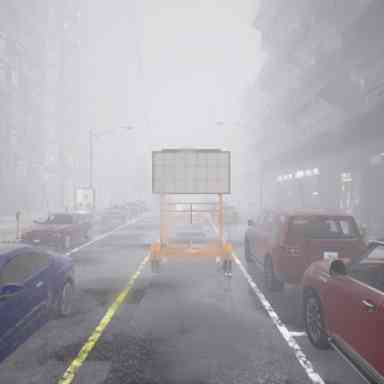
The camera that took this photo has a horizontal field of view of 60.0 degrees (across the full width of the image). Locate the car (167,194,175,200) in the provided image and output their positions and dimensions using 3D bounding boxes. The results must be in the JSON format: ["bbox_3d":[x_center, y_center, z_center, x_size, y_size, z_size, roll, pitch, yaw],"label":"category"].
[{"bbox_3d":[-5.865,1.387,93.707,1.967,1.590,4.097,1,0,0],"label":"car"}]

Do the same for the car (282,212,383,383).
[{"bbox_3d":[2.697,1.316,3.181,2.192,1.841,5.009,1,0,0],"label":"car"}]

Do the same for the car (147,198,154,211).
[{"bbox_3d":[-5.755,1.563,37.138,1.947,1.339,4.313,1,0,0],"label":"car"}]

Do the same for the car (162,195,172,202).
[{"bbox_3d":[-5.832,1.407,76.737,1.967,1.590,4.097,1,0,0],"label":"car"}]

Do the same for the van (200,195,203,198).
[{"bbox_3d":[2.595,1.328,54.092,1.690,1.788,3.998,1,0,0],"label":"van"}]

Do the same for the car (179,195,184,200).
[{"bbox_3d":[-3.177,1.554,88.523,1.895,1.301,4.718,0,0,0],"label":"car"}]

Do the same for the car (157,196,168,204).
[{"bbox_3d":[-5.811,1.560,65.424,1.802,1.307,4.206,1,0,0],"label":"car"}]

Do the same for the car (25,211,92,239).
[{"bbox_3d":[-5.709,1.547,14.511,1.887,1.381,4.507,1,0,0],"label":"car"}]

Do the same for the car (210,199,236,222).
[{"bbox_3d":[2.649,1.527,25.978,1.752,1.417,4.829,1,0,0],"label":"car"}]

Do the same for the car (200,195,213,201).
[{"bbox_3d":[2.603,1.556,48.435,1.947,1.339,4.313,1,0,0],"label":"car"}]

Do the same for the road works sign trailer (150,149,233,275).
[{"bbox_3d":[-0.020,0.466,10.397,2.380,3.560,2.880,0,0,0],"label":"road works sign trailer"}]

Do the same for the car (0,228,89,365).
[{"bbox_3d":[-3.109,1.527,4.634,1.812,1.442,4.674,0,0,0],"label":"car"}]

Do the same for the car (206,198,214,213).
[{"bbox_3d":[2.637,1.566,31.464,1.947,1.339,4.313,1,0,0],"label":"car"}]

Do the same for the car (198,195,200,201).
[{"bbox_3d":[2.546,1.549,76.718,1.802,1.307,4.206,1,0,0],"label":"car"}]

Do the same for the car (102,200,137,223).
[{"bbox_3d":[-5.733,1.584,25.825,1.802,1.307,4.206,1,0,0],"label":"car"}]

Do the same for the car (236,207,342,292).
[{"bbox_3d":[2.685,1.317,8.838,2.192,1.841,5.009,1,0,0],"label":"car"}]

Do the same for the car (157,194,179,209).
[{"bbox_3d":[-3.189,1.470,44.353,1.882,1.535,5.008,0,0,0],"label":"car"}]

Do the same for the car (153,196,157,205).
[{"bbox_3d":[-5.787,1.427,54.111,1.967,1.590,4.097,1,0,0],"label":"car"}]

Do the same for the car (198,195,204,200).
[{"bbox_3d":[2.513,1.528,93.688,1.802,1.307,4.206,1,0,0],"label":"car"}]

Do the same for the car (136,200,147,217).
[{"bbox_3d":[-5.743,1.545,31.481,1.887,1.381,4.507,1,0,0],"label":"car"}]

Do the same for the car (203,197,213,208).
[{"bbox_3d":[2.626,1.548,37.121,2.008,1.369,4.403,1,0,0],"label":"car"}]

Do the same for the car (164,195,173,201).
[{"bbox_3d":[-5.845,1.543,82.392,1.802,1.307,4.206,1,0,0],"label":"car"}]
